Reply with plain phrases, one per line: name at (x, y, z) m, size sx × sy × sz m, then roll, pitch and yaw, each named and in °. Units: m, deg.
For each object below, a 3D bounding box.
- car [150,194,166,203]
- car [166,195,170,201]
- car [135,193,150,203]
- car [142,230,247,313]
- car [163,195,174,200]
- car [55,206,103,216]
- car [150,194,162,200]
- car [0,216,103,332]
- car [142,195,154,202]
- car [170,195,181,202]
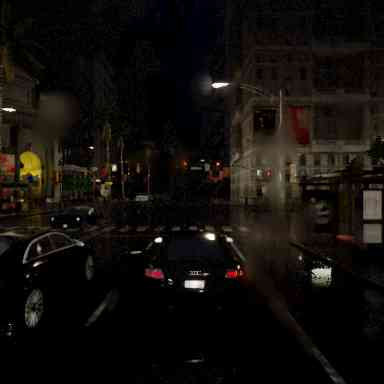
car at (-7.100, 1.545, 69.834) m, size 1.994 × 1.385 × 4.181 m, roll 0°, pitch 0°, yaw 0°
car at (-7.111, 1.346, 80.017) m, size 2.097 × 1.767 × 4.553 m, roll 0°, pitch 0°, yaw 0°
car at (-10.601, 1.217, 70.639) m, size 2.150 × 2.045 × 5.566 m, roll 0°, pitch 0°, yaw 0°
car at (0.053, 1.563, 7.749) m, size 1.994 × 1.385 × 4.181 m, roll 0°, pitch 0°, yaw 0°
car at (-6.296, 1.514, 90.146) m, size 1.812 × 1.442 × 4.674 m, roll 0°, pitch 0°, yaw 10°
car at (-7.133, 1.598, 20.900) m, size 1.895 × 1.301 × 4.718 m, roll 0°, pitch 0°, yaw 0°
car at (-9.730, 1.345, 90.829) m, size 2.097 × 1.767 × 4.553 m, roll 0°, pitch 0°, yaw 10°
car at (-3.452, 1.491, 6.816) m, size 2.128 × 1.511 × 4.902 m, roll 0°, pitch 0°, yaw 0°
car at (-10.612, 1.531, 80.655) m, size 2.033 × 1.411 × 5.357 m, roll 0°, pitch 0°, yaw 0°
car at (-3.612, 1.469, 78.900) m, size 1.882 × 1.535 × 5.008 m, roll 0°, pitch 0°, yaw 0°
